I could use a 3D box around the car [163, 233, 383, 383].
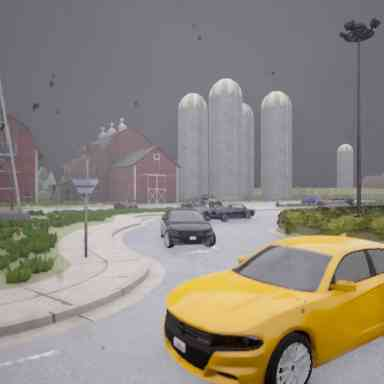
[{"bbox_3d":[1.930,1.478,5.256,5.008,1.535,1.882,-1,0,-34],"label":"car"}]

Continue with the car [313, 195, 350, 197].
[{"bbox_3d":[18.653,1.309,43.409,1.932,1.855,4.605,0,0,-34],"label":"car"}]

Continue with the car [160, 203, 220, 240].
[{"bbox_3d":[-0.364,1.477,15.043,1.882,1.535,5.008,0,0,-9],"label":"car"}]

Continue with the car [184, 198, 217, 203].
[{"bbox_3d":[0.169,1.520,30.613,1.784,1.438,3.905,0,0,-34],"label":"car"}]

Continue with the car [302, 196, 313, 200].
[{"bbox_3d":[22.783,1.478,62.252,2.242,1.667,4.611,0,0,-34],"label":"car"}]

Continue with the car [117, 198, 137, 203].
[{"bbox_3d":[-8.055,1.505,40.577,1.816,1.474,4.193,0,0,-34],"label":"car"}]

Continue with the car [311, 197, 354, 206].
[{"bbox_3d":[14.754,1.563,34.681,4.181,1.385,1.994,0,0,-34],"label":"car"}]

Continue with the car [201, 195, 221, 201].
[{"bbox_3d":[2.771,1.312,48.633,1.905,1.878,3.866,0,0,-34],"label":"car"}]

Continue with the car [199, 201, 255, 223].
[{"bbox_3d":[2.847,1.600,25.837,1.895,1.301,4.718,0,0,45],"label":"car"}]
